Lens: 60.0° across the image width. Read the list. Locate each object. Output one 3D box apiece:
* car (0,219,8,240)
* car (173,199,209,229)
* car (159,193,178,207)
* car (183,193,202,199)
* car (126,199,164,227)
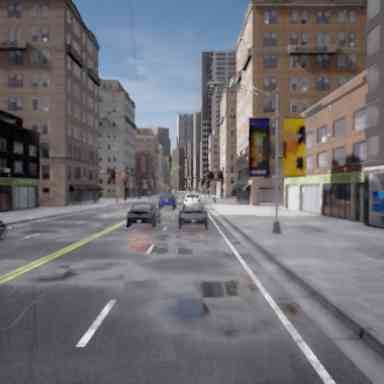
[{"bbox_3d":[-9.753,1.560,14.091,1.994,1.385,4.181,0,0,0],"label":"car"},{"bbox_3d":[0.092,1.482,21.603,2.128,1.511,4.902,0,0,0],"label":"car"},{"bbox_3d":[-3.155,1.171,43.906,2.150,2.045,5.566,0,0,0],"label":"car"},{"bbox_3d":[0.095,1.173,43.119,2.150,2.045,5.566,0,0,0],"label":"car"},{"bbox_3d":[-3.158,1.494,22.347,1.837,1.490,4.892,0,0,0],"label":"car"}]
